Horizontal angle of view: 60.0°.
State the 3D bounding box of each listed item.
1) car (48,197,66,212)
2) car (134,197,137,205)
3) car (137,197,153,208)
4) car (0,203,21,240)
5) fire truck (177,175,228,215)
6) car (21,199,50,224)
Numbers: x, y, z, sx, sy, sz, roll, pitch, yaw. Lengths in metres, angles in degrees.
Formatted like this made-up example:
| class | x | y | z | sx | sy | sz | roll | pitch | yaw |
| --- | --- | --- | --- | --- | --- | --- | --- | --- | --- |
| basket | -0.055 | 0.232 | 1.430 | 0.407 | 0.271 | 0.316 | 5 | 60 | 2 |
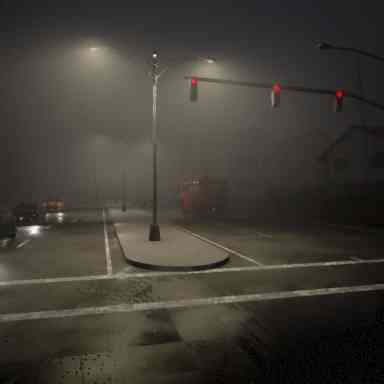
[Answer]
| class | x | y | z | sx | sy | sz | roll | pitch | yaw |
| --- | --- | --- | --- | --- | --- | --- | --- | --- | --- |
| car | -15.509 | 1.352 | 37.495 | 2.097 | 1.767 | 4.553 | 0 | 0 | -15 |
| car | -9.109 | 1.526 | 58.076 | 1.812 | 1.442 | 4.674 | 0 | 0 | -15 |
| car | -6.390 | 1.505 | 48.125 | 1.837 | 1.490 | 4.892 | 0 | 0 | -15 |
| car | -9.262 | 1.352 | 14.518 | 2.097 | 1.767 | 4.553 | 0 | 0 | -15 |
| fire truck | 0.919 | 0.342 | 34.629 | 2.891 | 3.827 | 8.468 | 0 | 0 | -15 |
| car | -11.933 | 1.504 | 24.329 | 1.837 | 1.490 | 4.892 | 0 | 0 | -15 |
